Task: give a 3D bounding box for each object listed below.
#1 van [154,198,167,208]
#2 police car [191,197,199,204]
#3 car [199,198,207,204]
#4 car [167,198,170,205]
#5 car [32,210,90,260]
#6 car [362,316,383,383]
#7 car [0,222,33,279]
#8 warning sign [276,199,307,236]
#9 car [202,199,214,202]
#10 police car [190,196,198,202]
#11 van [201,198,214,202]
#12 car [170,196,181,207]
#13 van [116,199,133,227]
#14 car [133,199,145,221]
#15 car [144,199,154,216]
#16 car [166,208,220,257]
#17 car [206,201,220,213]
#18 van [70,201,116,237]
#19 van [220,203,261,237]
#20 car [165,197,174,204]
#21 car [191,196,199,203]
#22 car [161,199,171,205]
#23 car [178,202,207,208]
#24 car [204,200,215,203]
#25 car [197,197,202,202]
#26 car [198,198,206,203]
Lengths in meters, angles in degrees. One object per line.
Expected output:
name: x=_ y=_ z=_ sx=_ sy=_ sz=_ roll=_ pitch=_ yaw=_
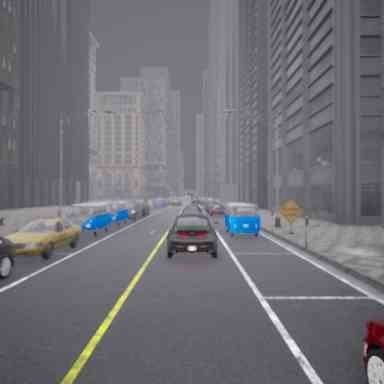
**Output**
van: x=-5.758 y=1.883 z=58.382 sx=1.690 sy=1.788 sz=3.998 roll=0 pitch=-1 yaw=0
police car: x=0.785 y=2.228 z=87.121 sx=1.930 sy=1.638 sz=5.238 roll=0 pitch=0 yaw=-2
car: x=2.773 y=2.349 z=86.583 sx=2.008 sy=1.369 sz=4.403 roll=0 pitch=0 yaw=0
car: x=-5.756 y=2.138 z=64.020 sx=1.887 sy=1.381 sz=4.507 roll=0 pitch=-1 yaw=0
car: x=-5.764 y=1.649 z=13.085 sx=1.752 sy=1.417 sz=4.829 roll=0 pitch=-1 yaw=0
car: x=2.759 y=1.565 z=1.977 sx=1.887 sy=1.381 sz=4.507 roll=0 pitch=-1 yaw=0
car: x=-5.765 y=1.623 z=7.614 sx=2.008 sy=1.369 sz=4.403 roll=0 pitch=-1 yaw=0
warning sign: x=5.073 y=1.275 z=17.040 sx=1.300 sy=1.860 sz=1.060 roll=0 pitch=0 yaw=0
car: x=2.766 y=2.004 z=47.100 sx=1.947 sy=1.339 sz=4.313 roll=0 pitch=-1 yaw=0
police car: x=0.899 y=2.140 z=77.149 sx=1.930 sy=1.638 sz=5.238 roll=0 pitch=0 yaw=0
van: x=2.766 y=1.831 z=52.743 sx=1.690 sy=1.788 sz=3.998 roll=0 pitch=-1 yaw=0
car: x=-3.016 y=2.076 z=64.579 sx=1.882 sy=1.535 sz=5.008 roll=0 pitch=-1 yaw=1
van: x=-5.763 y=1.571 z=24.537 sx=1.690 sy=1.788 sz=3.998 roll=0 pitch=-1 yaw=0
car: x=-5.762 y=1.722 z=30.177 sx=1.967 sy=1.590 sz=4.097 roll=0 pitch=-1 yaw=0
car: x=-5.762 y=1.649 z=35.819 sx=2.192 sy=1.841 sz=5.009 roll=0 pitch=-1 yaw=0
car: x=0.019 y=1.634 z=13.518 sx=1.837 sy=1.490 sz=4.892 roll=0 pitch=0 yaw=0
car: x=2.765 y=1.916 z=35.819 sx=1.802 sy=1.307 sz=4.206 roll=0 pitch=-1 yaw=0
van: x=-5.764 y=1.518 z=18.897 sx=1.690 sy=1.788 sz=3.998 roll=0 pitch=-1 yaw=0
van: x=2.761 y=1.518 z=18.900 sx=1.690 sy=1.788 sz=3.998 roll=0 pitch=-1 yaw=0
car: x=-5.753 y=2.238 z=86.583 sx=1.967 sy=1.590 sz=4.097 roll=0 pitch=-1 yaw=0
car: x=0.690 y=2.078 z=93.071 sx=2.150 sy=2.045 sz=5.566 roll=0 pitch=0 yaw=0
car: x=-5.754 y=2.263 z=75.301 sx=1.947 sy=1.339 sz=4.313 roll=0 pitch=-1 yaw=0
car: x=0.024 y=1.831 z=28.560 sx=1.994 sy=1.385 sz=4.181 roll=0 pitch=0 yaw=0
car: x=2.766 y=1.968 z=41.460 sx=1.802 sy=1.307 sz=4.206 roll=0 pitch=-1 yaw=0
car: x=2.771 y=2.241 z=75.303 sx=1.887 sy=1.381 sz=4.507 roll=0 pitch=-1 yaw=0
car: x=2.774 y=2.413 z=92.223 sx=1.947 sy=1.339 sz=4.313 roll=0 pitch=0 yaw=0
